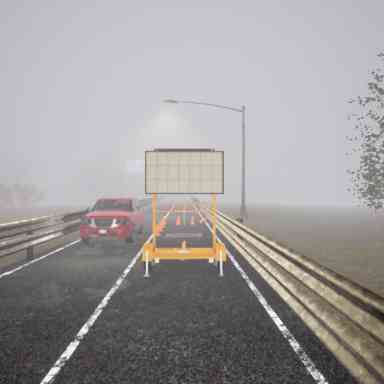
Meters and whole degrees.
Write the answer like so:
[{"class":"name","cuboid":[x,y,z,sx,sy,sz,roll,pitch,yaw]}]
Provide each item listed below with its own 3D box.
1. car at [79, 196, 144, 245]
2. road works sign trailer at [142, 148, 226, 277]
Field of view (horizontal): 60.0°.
[{"class":"car","cuboid":[-3.640,1.228,16.070,2.150,2.045,5.566,0,0,-1]},{"class":"road works sign trailer","cuboid":[-0.236,0.468,10.284,2.380,3.560,2.880,0,0,-1]}]
